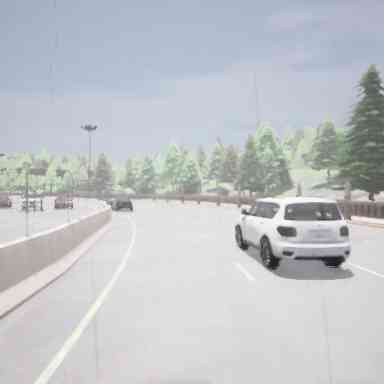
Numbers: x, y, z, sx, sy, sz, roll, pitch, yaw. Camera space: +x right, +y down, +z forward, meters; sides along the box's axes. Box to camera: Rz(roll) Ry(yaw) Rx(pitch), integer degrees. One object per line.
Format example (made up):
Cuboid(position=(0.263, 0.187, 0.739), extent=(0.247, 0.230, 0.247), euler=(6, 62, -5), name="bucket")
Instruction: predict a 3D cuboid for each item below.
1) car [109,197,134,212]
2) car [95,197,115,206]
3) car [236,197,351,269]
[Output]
Cuboid(position=(-7.886, 1.385, 37.800), extent=(1.837, 1.490, 4.892), euler=(0, 0, -21), name="car")
Cuboid(position=(-14.129, 1.431, 53.759), extent=(1.895, 1.301, 4.718), euler=(0, 0, -32), name="car")
Cuboid(position=(3.036, 1.184, 11.220), extent=(2.150, 2.045, 5.566), euler=(0, 0, -5), name="car")
